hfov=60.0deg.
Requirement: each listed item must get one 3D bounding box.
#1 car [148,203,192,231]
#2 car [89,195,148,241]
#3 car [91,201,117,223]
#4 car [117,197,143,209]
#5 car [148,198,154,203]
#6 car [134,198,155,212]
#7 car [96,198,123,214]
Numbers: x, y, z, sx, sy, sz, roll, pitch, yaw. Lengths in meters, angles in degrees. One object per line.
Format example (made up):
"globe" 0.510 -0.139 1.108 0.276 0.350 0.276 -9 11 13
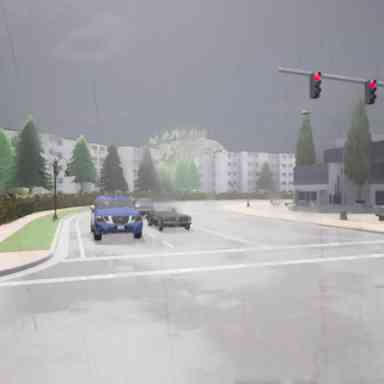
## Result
"car" -1.534 1.591 20.664 1.895 1.301 4.718 0 0 -19
"car" -4.040 1.215 17.239 2.150 2.045 5.566 0 0 -19
"car" -7.074 1.496 26.684 1.837 1.490 4.892 0 0 -15
"car" -8.772 1.473 47.307 2.128 1.511 4.902 0 0 8
"car" -4.483 1.535 29.847 2.033 1.411 5.357 0 0 -16
"car" -5.666 1.487 39.915 1.837 1.490 4.892 0 0 0
"car" -9.008 1.479 36.867 2.128 1.511 4.902 0 0 -4
